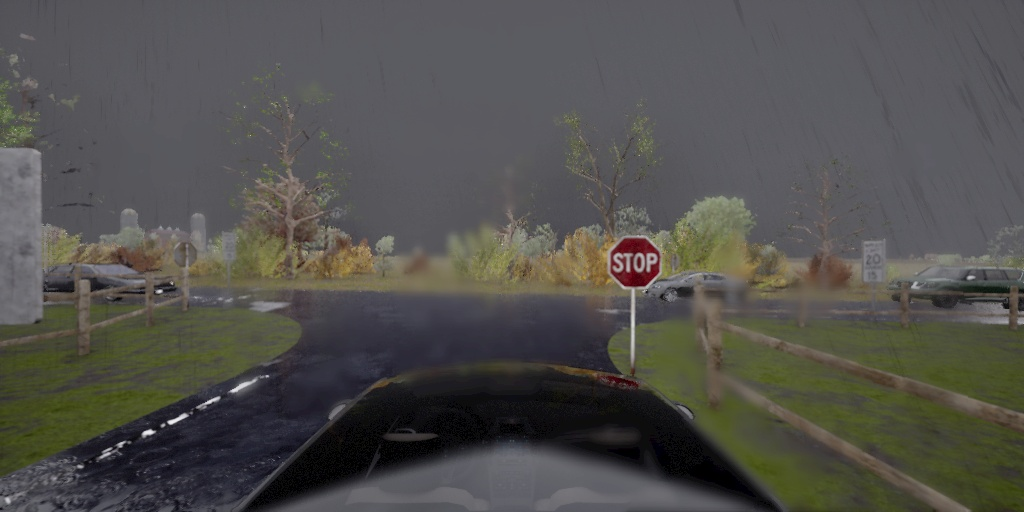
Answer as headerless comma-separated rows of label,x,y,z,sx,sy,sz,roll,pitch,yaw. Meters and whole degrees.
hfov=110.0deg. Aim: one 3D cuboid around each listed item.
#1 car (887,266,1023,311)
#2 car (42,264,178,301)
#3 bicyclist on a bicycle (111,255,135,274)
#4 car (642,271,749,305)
car,22.155,1.520,17.788,5.566,2.045,2.150,2,0,0
car,-17.208,1.025,14.831,5.357,1.411,2.033,1,0,0
bicyclist on a bicycle,-22.618,0.780,20.813,0.582,1.620,1.656,1,0,0
car,9.005,1.508,17.787,4.902,1.511,2.128,1,0,0
